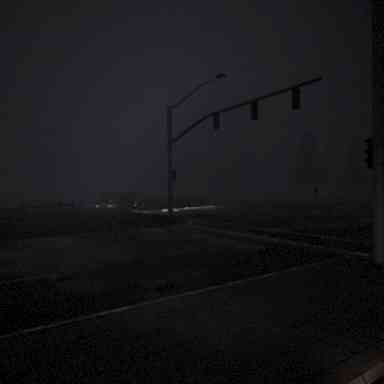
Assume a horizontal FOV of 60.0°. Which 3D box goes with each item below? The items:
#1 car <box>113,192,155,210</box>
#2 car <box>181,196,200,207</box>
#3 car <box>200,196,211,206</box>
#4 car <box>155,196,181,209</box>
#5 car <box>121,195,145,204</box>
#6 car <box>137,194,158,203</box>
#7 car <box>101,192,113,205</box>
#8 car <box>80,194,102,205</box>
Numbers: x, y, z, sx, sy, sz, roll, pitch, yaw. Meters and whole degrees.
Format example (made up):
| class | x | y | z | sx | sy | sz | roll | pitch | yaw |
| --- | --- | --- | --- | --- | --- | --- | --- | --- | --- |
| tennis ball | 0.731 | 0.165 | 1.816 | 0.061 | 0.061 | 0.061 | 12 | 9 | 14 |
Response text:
| class | x | y | z | sx | sy | sz | roll | pitch | yaw |
| --- | --- | --- | --- | --- | --- | --- | --- | --- | --- |
| car | -6.978 | 1.012 | 39.306 | 2.150 | 2.045 | 5.566 | -1 | 1 | -35 |
| car | -1.272 | 1.269 | 43.372 | 1.994 | 1.385 | 4.181 | -1 | 1 | -35 |
| car | 0.816 | 1.226 | 46.505 | 1.994 | 1.385 | 4.181 | -1 | 1 | -35 |
| car | -3.941 | 1.296 | 41.075 | 2.033 | 1.411 | 5.357 | -1 | 1 | -35 |
| car | -9.954 | 1.251 | 55.841 | 2.033 | 1.411 | 5.357 | -1 | 1 | -35 |
| car | -7.911 | 1.186 | 59.049 | 1.812 | 1.442 | 4.674 | -1 | 0 | -35 |
| car | -13.461 | 0.965 | 54.746 | 2.150 | 2.045 | 5.566 | -1 | 1 | -35 |
| car | -16.450 | 1.316 | 52.916 | 1.812 | 1.442 | 4.674 | -1 | 1 | -35 |
